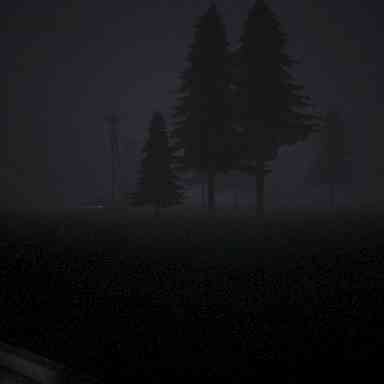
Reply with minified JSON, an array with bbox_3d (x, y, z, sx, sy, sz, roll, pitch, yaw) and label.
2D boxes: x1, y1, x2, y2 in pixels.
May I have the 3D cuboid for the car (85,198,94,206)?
[{"bbox_3d":[-15.632,1.521,56.082,2.128,1.511,4.902,0,0,42],"label":"car"}]

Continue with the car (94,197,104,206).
[{"bbox_3d":[-13.046,1.600,53.723,1.994,1.385,4.181,0,0,42],"label":"car"}]

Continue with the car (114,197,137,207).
[{"bbox_3d":[-8.755,1.561,49.809,1.837,1.490,4.892,0,0,39],"label":"car"}]

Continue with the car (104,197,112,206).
[{"bbox_3d":[-10.460,1.519,51.364,1.882,1.535,5.008,0,0,42],"label":"car"}]
